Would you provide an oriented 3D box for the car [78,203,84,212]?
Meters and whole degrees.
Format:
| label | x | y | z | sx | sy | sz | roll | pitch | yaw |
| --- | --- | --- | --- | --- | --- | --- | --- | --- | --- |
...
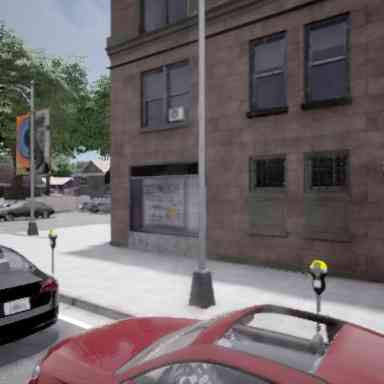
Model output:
| label | x | y | z | sx | sy | sz | roll | pitch | yaw |
| --- | --- | --- | --- | --- | --- | --- | --- | --- | --- |
| car | -10.221 | 1.392 | 36.579 | 2.128 | 1.511 | 4.902 | 0 | 0 | 36 |

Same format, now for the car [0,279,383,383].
| label | x | y | z | sx | sy | sz | roll | pitch | yaw |
| --- | --- | --- | --- | --- | --- | --- | --- | --- | --- |
| car | 0.454 | 1.584 | 2.486 | 4.206 | 1.307 | 1.802 | 0 | 0 | 35 |

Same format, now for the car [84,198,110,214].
| label | x | y | z | sx | sy | sz | roll | pitch | yaw |
| --- | --- | --- | --- | --- | --- | --- | --- | --- | --- |
| car | -8.268 | 1.467 | 33.709 | 1.994 | 1.385 | 4.181 | 0 | 0 | 36 |

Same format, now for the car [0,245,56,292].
| label | x | y | z | sx | sy | sz | roll | pitch | yaw |
| --- | --- | --- | --- | --- | --- | --- | --- | --- | --- |
| car | -4.039 | 1.577 | 5.689 | 4.313 | 1.339 | 1.947 | 0 | 0 | 35 |

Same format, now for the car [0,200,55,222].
| label | x | y | z | sx | sy | sz | roll | pitch | yaw |
| --- | --- | --- | --- | --- | --- | --- | --- | --- | --- |
| car | -13.345 | 1.477 | 26.596 | 1.812 | 1.442 | 4.674 | 0 | 0 | 37 |
